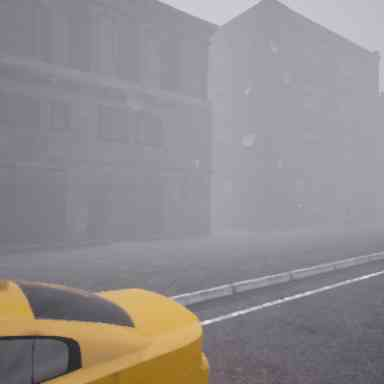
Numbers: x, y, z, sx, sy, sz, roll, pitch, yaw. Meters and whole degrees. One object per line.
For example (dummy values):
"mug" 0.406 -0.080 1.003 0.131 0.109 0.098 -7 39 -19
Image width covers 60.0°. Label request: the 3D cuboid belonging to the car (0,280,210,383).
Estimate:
"car" -2.185 1.477 2.124 5.008 1.535 1.882 0 0 -35
